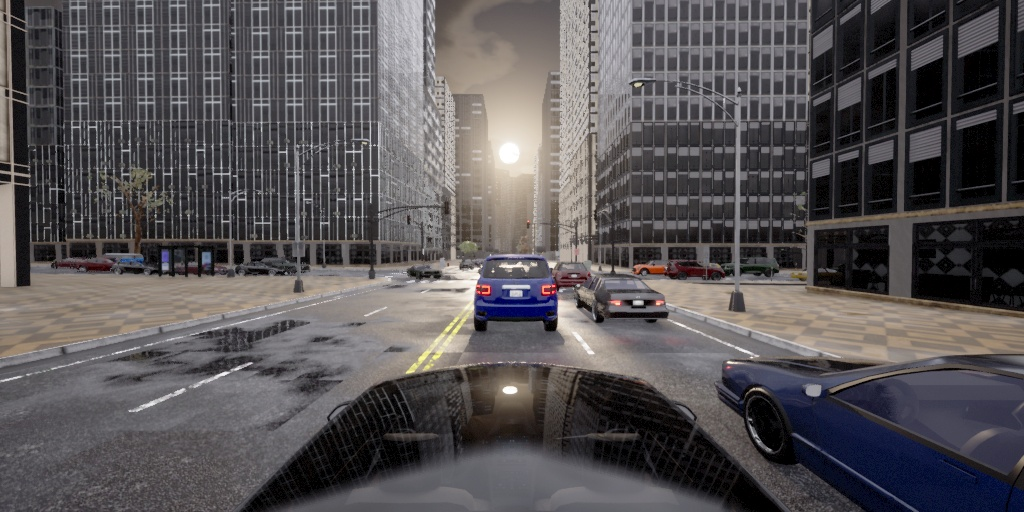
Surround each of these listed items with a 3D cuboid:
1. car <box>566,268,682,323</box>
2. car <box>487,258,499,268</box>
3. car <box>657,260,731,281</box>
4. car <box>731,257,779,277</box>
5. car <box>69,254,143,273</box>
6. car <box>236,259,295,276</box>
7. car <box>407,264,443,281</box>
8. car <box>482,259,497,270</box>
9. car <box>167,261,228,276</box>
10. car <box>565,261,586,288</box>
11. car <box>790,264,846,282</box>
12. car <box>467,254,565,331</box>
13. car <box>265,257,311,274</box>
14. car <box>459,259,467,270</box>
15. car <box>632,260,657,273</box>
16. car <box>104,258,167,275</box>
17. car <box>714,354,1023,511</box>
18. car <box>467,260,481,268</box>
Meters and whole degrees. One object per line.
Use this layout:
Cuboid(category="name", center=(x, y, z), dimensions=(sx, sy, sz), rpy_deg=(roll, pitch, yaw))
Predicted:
Cuboid(category="car", center=(3.354, 1.292, 12.054), dimensions=(2.033, 1.411, 5.357), rpy_deg=(0, 0, 0))
Cuboid(category="car", center=(-3.299, 1.178, 63.024), dimensions=(1.882, 1.535, 5.008), rpy_deg=(0, 0, 0))
Cuboid(category="car", center=(16.203, 1.267, 32.108), dimensions=(5.009, 1.841, 2.192), rpy_deg=(0, 0, 1))
Cuboid(category="car", center=(24.900, 1.156, 37.730), dimensions=(5.566, 2.045, 2.150), rpy_deg=(1, 1, 1))
Cuboid(category="car", center=(-40.234, 0.880, 35.727), dimensions=(5.008, 1.535, 1.882), rpy_deg=(0, 1, 1))
Cuboid(category="car", center=(-22.722, 1.172, 32.649), dimensions=(4.313, 1.339, 1.948), rpy_deg=(0, 0, 1))
Cuboid(category="car", center=(-7.402, 1.354, 30.393), dimensions=(1.895, 1.301, 4.718), rpy_deg=(1, 0, -30))
Cuboid(category="car", center=(-3.319, 1.189, 53.411), dimensions=(1.882, 1.535, 5.008), rpy_deg=(0, 0, 0))
Cuboid(category="car", center=(-28.406, 1.136, 32.784), dimensions=(4.207, 1.307, 1.802), rpy_deg=(0, 0, 1))
Cuboid(category="car", center=(3.355, 1.091, 21.461), dimensions=(2.097, 1.767, 4.553), rpy_deg=(0, 0, 0))
Cuboid(category="car", center=(27.651, 1.577, 31.908), dimensions=(4.829, 1.417, 1.751), rpy_deg=(0, 0, 1))
Cuboid(category="car", center=(0.100, 0.967, 11.052), dimensions=(2.150, 2.045, 5.566), rpy_deg=(0, 0, 0))
Cuboid(category="car", center=(-22.433, 0.917, 35.348), dimensions=(4.553, 1.767, 2.097), rpy_deg=(0, 1, 1))
Cuboid(category="car", center=(-6.585, 1.218, 52.521), dimensions=(1.837, 1.490, 4.892), rpy_deg=(0, 0, -1))
Cuboid(category="car", center=(15.048, 1.200, 37.882), dimensions=(4.553, 1.767, 2.097), rpy_deg=(0, 1, 0))
Cuboid(category="car", center=(-34.087, 1.068, 32.959), dimensions=(4.313, 1.339, 1.948), rpy_deg=(0, 0, 1))
Cuboid(category="car", center=(3.351, 1.297, 1.874), dimensions=(2.033, 1.411, 5.357), rpy_deg=(0, 0, 1))
Cuboid(category="car", center=(-6.551, 1.301, 62.824), dimensions=(1.895, 1.301, 4.718), rpy_deg=(0, 0, 0))
